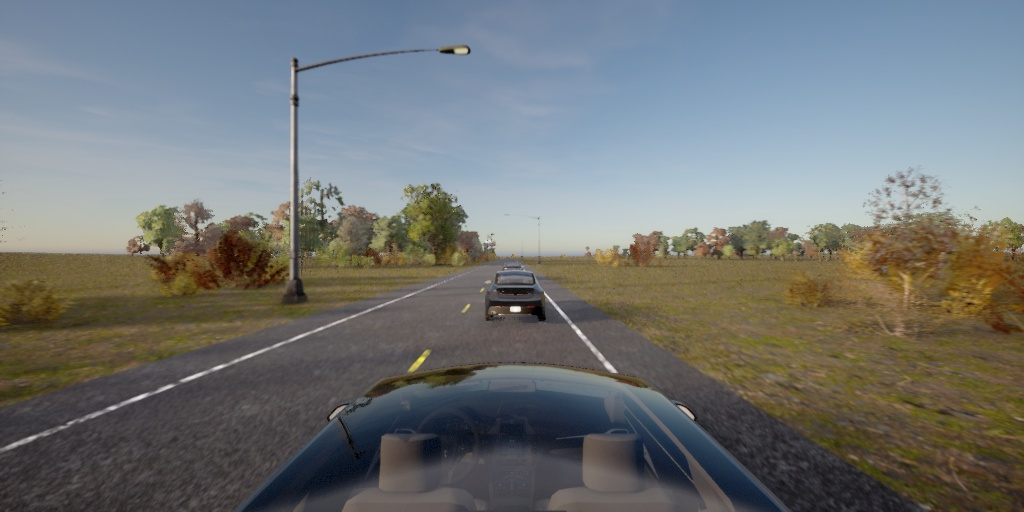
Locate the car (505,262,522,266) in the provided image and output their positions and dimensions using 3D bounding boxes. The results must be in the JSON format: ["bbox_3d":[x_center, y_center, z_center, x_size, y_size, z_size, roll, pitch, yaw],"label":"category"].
[{"bbox_3d":[0.100,1.247,31.731,2.128,1.511,4.902,0,0,0],"label":"car"}]

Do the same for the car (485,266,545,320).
[{"bbox_3d":[0.099,1.257,12.559,1.837,1.490,4.892,0,0,0],"label":"car"}]
